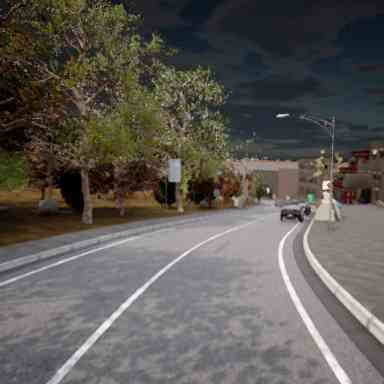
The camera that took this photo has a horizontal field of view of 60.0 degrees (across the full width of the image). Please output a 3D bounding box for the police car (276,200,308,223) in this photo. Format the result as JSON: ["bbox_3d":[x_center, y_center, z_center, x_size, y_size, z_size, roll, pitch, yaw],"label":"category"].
[{"bbox_3d":[9.393,1.861,30.989,1.930,1.638,5.238,2,0,22],"label":"police car"}]

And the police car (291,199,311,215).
[{"bbox_3d":[13.112,1.990,40.324,1.930,1.638,5.238,2,0,22],"label":"police car"}]

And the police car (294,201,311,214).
[{"bbox_3d":[15.344,2.067,45.924,1.930,1.638,5.238,2,0,22],"label":"police car"}]

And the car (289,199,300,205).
[{"bbox_3d":[24.869,2.427,80.917,1.895,1.301,4.718,1,0,9],"label":"car"}]

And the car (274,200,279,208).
[{"bbox_3d":[16.290,2.189,61.407,1.837,1.490,4.892,2,0,20],"label":"car"}]

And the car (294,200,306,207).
[{"bbox_3d":[21.449,2.266,66.038,1.994,1.385,4.181,1,0,15],"label":"car"}]
